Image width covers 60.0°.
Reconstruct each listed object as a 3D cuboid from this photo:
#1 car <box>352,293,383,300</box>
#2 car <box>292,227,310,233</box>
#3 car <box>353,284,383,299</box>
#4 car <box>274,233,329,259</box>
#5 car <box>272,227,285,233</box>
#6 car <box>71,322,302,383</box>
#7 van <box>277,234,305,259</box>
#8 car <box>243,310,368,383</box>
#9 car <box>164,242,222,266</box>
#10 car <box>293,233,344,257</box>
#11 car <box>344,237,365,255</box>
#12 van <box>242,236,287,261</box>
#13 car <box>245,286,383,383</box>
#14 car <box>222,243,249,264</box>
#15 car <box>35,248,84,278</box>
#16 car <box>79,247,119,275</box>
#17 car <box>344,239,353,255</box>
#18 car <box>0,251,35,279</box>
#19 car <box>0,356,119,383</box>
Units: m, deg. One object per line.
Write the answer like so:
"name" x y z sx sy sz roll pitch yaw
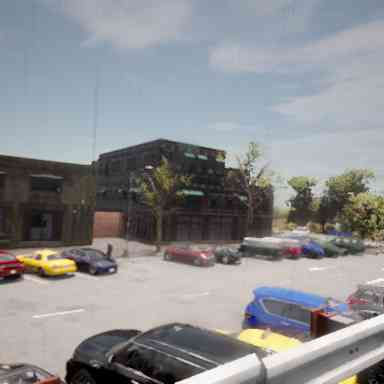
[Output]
"car" 6.832 5.161 12.957 4.792 1.488 2.163 3 -2 34
"car" 20.704 7.747 63.082 2.435 2.045 5.566 2 -2 36
"car" 9.292 5.221 14.722 4.553 1.767 2.185 3 -2 34
"car" 11.882 6.179 37.399 5.566 2.045 2.435 1 -4 34
"car" 17.415 8.016 68.213 1.946 1.575 5.366 1 -3 36
"car" -0.491 4.237 7.689 5.566 2.045 2.435 3 -2 34
"van" 9.360 5.993 35.747 4.442 1.987 1.878 1 -3 34
"car" 1.809 4.693 9.522 5.366 1.575 1.946 3 -2 34
"car" -0.156 5.256 28.805 4.553 1.767 2.185 1 -4 34
"car" 14.279 6.389 39.121 5.566 2.045 2.435 1 -4 34
"car" 19.018 6.805 42.584 5.566 2.045 2.435 1 -3 34
"van" 6.963 5.784 34.024 4.442 1.987 1.878 1 -3 34
"car" 4.453 4.669 11.172 5.566 2.045 2.435 3 -2 34
"car" 2.264 5.593 30.507 4.892 1.521 2.231 1 -3 34
"car" -9.879 4.535 21.984 5.366 1.575 1.946 1 -3 34
"car" -7.301 4.781 23.599 4.792 1.488 2.163 1 -4 34
"car" 16.663 6.879 40.841 4.792 1.488 2.163 1 -4 34
"car" -12.115 4.331 20.167 5.008 1.535 2.097 1 -3 34
"car" -2.932 4.276 5.915 4.892 1.521 2.231 3 -2 34
